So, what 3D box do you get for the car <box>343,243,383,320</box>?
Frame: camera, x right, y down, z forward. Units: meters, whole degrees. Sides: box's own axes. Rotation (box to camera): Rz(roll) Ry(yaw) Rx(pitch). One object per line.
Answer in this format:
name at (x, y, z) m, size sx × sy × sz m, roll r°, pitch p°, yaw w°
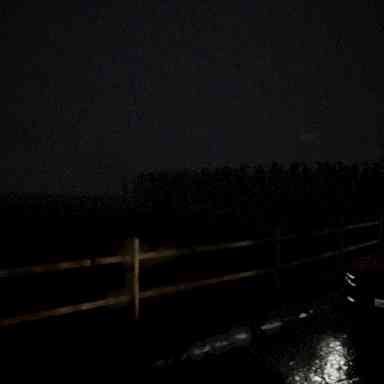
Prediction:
car at (5.014, 1.483, 6.637) m, size 5.008 × 1.535 × 1.882 m, roll 0°, pitch 0°, yaw -35°
